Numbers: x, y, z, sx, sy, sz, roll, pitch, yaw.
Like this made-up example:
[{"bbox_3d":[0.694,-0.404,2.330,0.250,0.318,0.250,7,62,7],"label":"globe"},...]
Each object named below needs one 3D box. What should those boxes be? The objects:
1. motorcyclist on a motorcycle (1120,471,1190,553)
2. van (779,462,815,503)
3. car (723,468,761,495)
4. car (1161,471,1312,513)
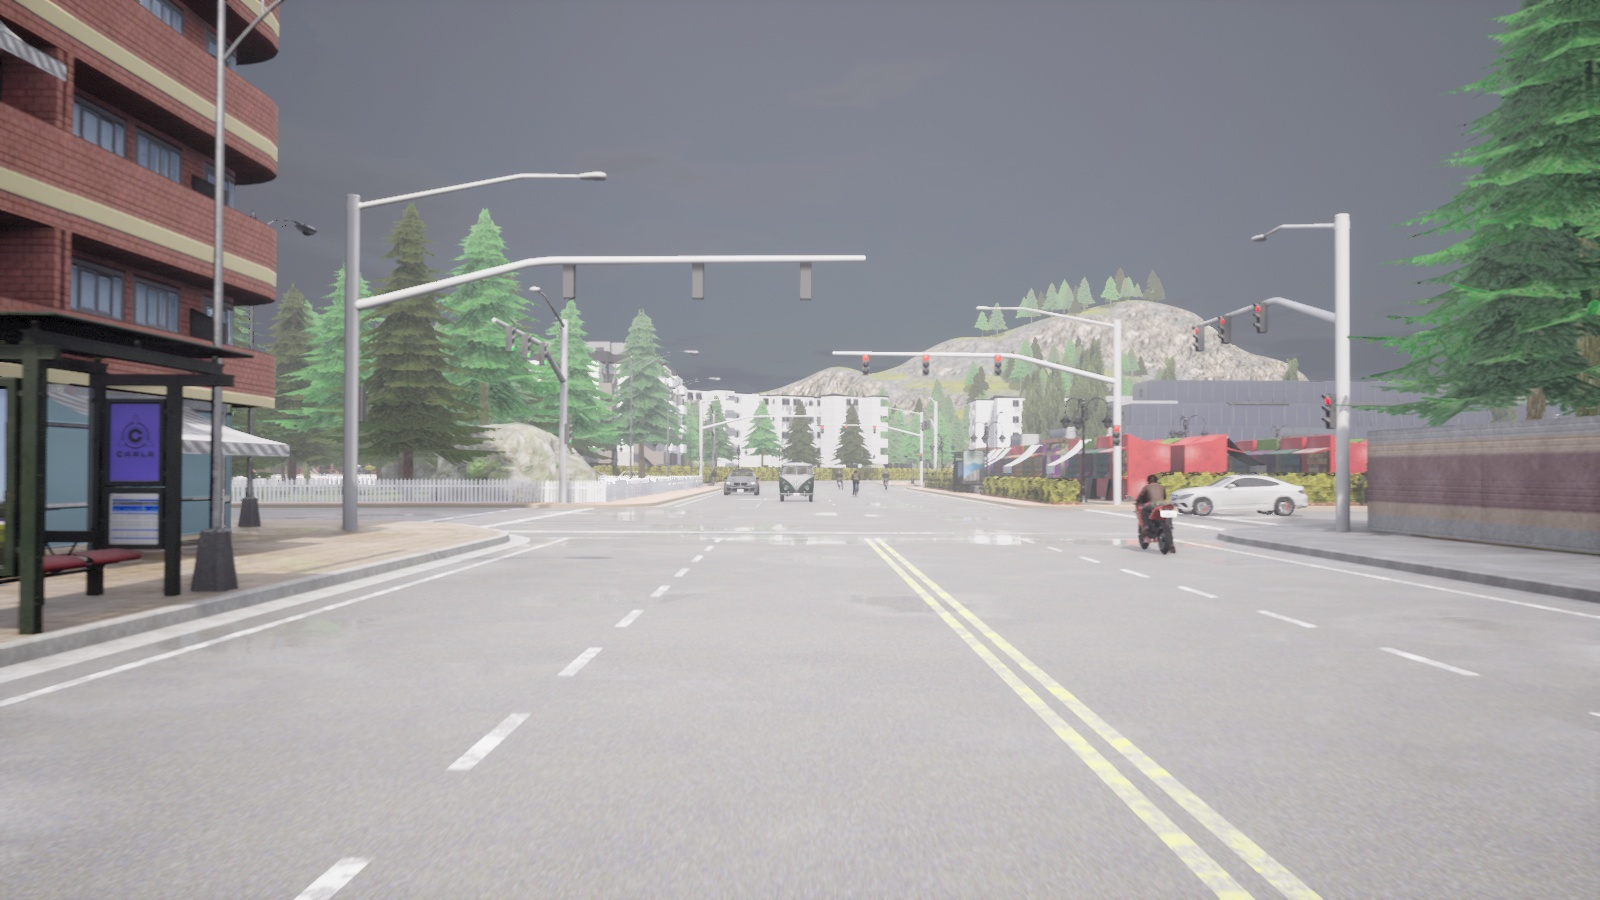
[{"bbox_3d":[6.937,1.182,24.644,0.797,1.523,2.044,0,-1,0],"label":"motorcyclist on a motorcycle"},{"bbox_3d":[-0.162,1.642,64.179,1.775,1.987,4.442,0,-1,0],"label":"van"},{"bbox_3d":[-3.703,2.024,80.671,2.242,1.667,4.611,0,-1,0],"label":"car"},{"bbox_3d":[15.260,1.462,44.057,4.674,1.442,1.812,0,-1,-1],"label":"car"}]
